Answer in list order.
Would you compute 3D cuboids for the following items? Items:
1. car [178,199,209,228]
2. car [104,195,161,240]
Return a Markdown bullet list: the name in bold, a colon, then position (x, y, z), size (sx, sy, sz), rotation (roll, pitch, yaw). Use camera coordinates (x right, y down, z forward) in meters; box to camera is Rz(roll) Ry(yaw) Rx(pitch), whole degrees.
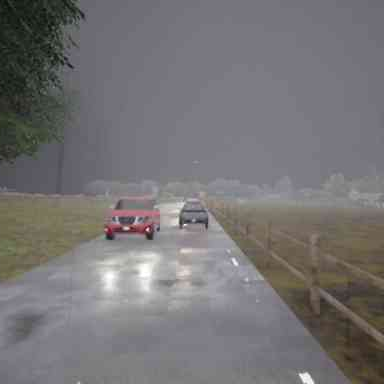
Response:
- **car**: position (0.104, 1.475, 22.033), size (2.128, 1.511, 4.902), rotation (0, 0, 0)
- **car**: position (-2.845, 1.213, 17.161), size (2.150, 2.045, 5.566), rotation (0, 0, 0)
